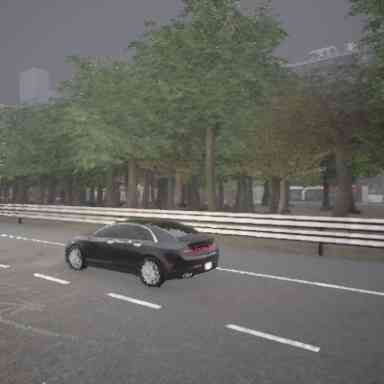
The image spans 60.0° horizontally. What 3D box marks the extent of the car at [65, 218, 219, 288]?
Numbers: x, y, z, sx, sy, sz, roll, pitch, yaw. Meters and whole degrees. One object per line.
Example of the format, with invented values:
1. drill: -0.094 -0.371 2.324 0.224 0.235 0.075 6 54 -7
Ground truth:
1. car: -1.583 1.509 9.307 4.892 1.490 1.837 0 0 36
